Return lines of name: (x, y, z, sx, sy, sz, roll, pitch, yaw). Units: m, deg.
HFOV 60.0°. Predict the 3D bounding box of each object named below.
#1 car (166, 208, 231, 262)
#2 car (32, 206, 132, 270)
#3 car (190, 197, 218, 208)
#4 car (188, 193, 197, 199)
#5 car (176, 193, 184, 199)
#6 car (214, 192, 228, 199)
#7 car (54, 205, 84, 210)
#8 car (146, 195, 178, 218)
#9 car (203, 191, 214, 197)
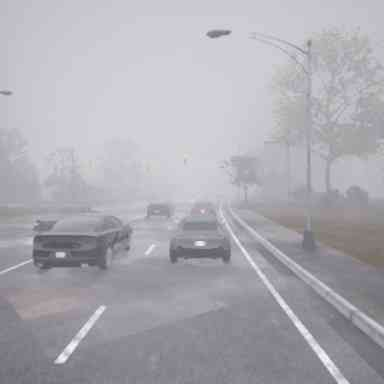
car: (0.285, 1.493, 11.880, 1.994, 1.385, 4.181, 0, 0, 1)
car: (-3.243, 1.412, 10.817, 1.882, 1.535, 5.008, 0, 0, 1)
car: (0.919, 1.403, 27.435, 1.994, 1.385, 4.181, 0, 0, 3)
car: (0.201, 1.031, 84.245, 2.128, 1.511, 4.902, 0, 0, 9)
car: (-3.239, 1.025, 84.888, 2.128, 1.511, 4.902, 0, 0, 9)
car: (7.414, 0.959, 84.890, 1.882, 1.535, 5.008, 0, 0, 10)
car: (-6.720, 1.434, 18.483, 2.033, 1.411, 5.357, 0, 0, 2)
car: (-2.553, 1.311, 28.039, 1.882, 1.535, 5.008, 0, 0, 3)
car: (3.962, 0.952, 85.464, 1.882, 1.535, 5.008, 0, 0, 10)
